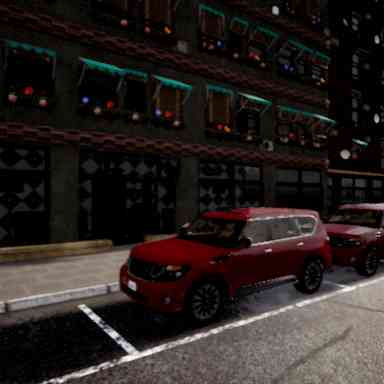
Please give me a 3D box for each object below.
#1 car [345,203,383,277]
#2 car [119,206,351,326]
[{"bbox_3d":[5.504,1.312,10.483,5.009,1.841,2.192,0,1,-36],"label":"car"},{"bbox_3d":[1.010,1.313,7.273,5.009,1.841,2.192,0,1,-36],"label":"car"}]
